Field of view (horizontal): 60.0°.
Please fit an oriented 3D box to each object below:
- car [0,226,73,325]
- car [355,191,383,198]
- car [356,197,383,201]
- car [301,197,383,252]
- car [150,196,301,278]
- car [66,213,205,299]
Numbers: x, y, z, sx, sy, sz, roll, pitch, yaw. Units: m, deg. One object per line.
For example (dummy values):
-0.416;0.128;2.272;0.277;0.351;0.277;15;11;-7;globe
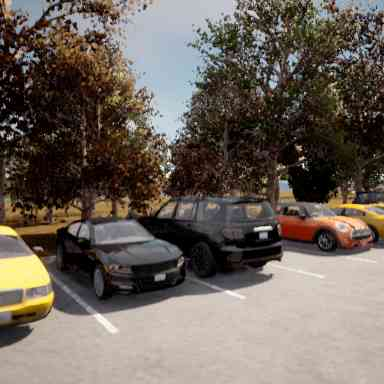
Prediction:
-4.243;1.415;6.805;1.946;1.575;5.366;0;0;-35;car
11.650;0.969;18.334;2.435;2.045;5.566;-1;1;-35;car
9.262;1.260;16.893;1.946;1.575;5.366;-1;1;-35;car
4.715;1.221;13.461;2.185;1.767;4.553;-1;0;-35;car
0.173;1.147;10.217;2.435;2.045;5.566;0;0;-35;car
-2.083;1.412;8.580;2.097;1.535;5.008;0;0;-36;car
